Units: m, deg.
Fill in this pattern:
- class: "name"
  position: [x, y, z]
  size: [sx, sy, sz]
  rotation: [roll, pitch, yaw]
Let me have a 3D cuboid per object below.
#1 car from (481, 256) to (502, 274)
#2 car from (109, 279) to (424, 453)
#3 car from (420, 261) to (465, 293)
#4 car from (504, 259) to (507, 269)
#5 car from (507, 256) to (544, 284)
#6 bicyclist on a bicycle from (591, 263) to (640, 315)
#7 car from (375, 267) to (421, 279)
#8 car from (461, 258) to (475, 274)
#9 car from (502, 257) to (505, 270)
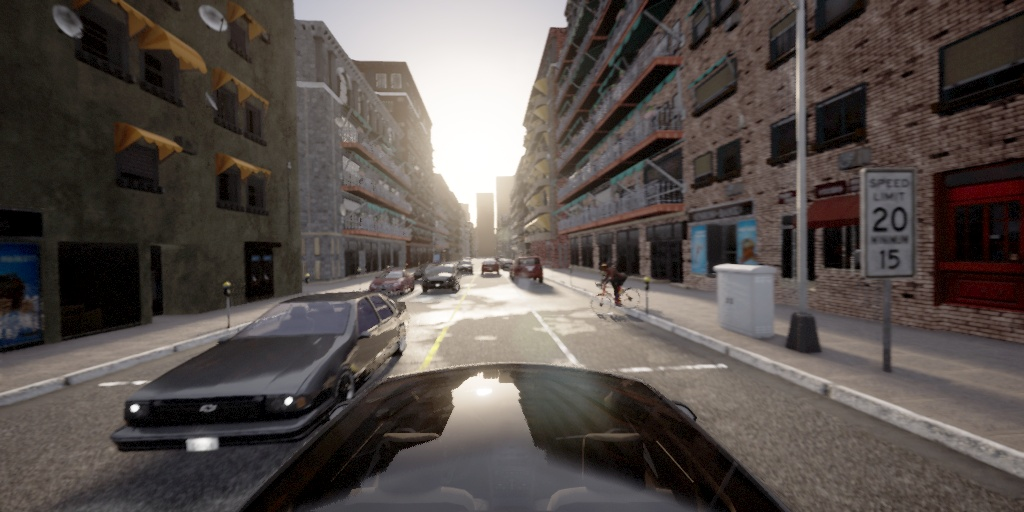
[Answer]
- class: "car"
  position: [-2.333, 1.124, 38.707]
  size: [1.882, 1.535, 5.008]
  rotation: [-1, 0, -4]
- class: "car"
  position: [-3.045, 1.344, 5.965]
  size: [2.033, 1.411, 5.357]
  rotation: [-1, 0, -4]
- class: "car"
  position: [-4.070, 1.258, 21.190]
  size: [1.837, 1.490, 4.892]
  rotation: [-1, 0, -4]
- class: "car"
  position: [0.663, 1.163, 31.145]
  size: [2.007, 1.370, 4.403]
  rotation: [0, 0, -4]
- class: "car"
  position: [1.044, 0.942, 25.493]
  size: [2.192, 1.841, 5.009]
  rotation: [0, 0, -4]
- class: "bicyclist on a bicycle"
  position: [3.242, 1.005, 11.491]
  size: [1.656, 1.620, 0.582]
  rotation: [-11, 1, -4]
- class: "car"
  position: [-6.428, 1.392, 19.692]
  size: [1.802, 1.307, 4.207]
  rotation: [0, 0, -4]
- class: "car"
  position: [-5.256, 1.258, 40.195]
  size: [1.837, 1.490, 4.892]
  rotation: [-1, 0, -4]
- class: "car"
  position: [-0.482, 1.137, 48.099]
  size: [1.948, 1.339, 4.313]
  rotation: [0, 0, -4]
